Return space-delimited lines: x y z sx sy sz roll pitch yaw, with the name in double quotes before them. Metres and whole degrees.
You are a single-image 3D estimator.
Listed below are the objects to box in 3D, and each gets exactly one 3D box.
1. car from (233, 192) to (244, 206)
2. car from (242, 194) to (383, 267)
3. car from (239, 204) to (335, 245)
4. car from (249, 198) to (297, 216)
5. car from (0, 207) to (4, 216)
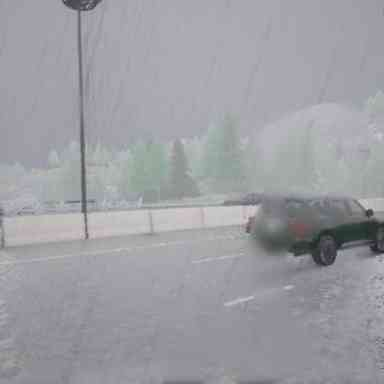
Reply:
"car" 5.499 1.055 33.610 5.566 2.045 2.150 -1 0 -36
"car" 4.536 1.119 11.291 5.566 2.045 2.150 -1 0 -36
"car" 4.550 1.401 15.603 4.674 1.442 1.812 -1 0 -36
"car" 7.532 1.350 30.762 4.181 1.385 1.994 -1 0 -36
"car" -17.620 1.546 25.818 5.357 1.411 2.033 -1 0 -36
